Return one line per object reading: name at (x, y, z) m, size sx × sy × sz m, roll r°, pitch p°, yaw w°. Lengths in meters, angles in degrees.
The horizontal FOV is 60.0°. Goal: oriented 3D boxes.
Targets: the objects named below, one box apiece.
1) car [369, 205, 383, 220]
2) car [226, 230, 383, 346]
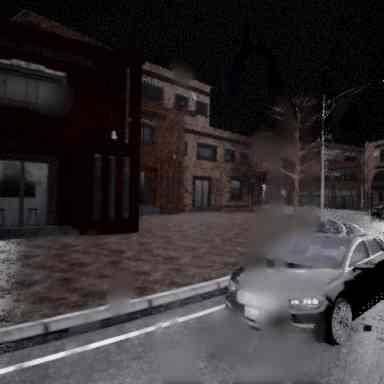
car at (18.657, 1.890, 31.801) m, size 1.994 × 1.385 × 4.181 m, roll 1°, pitch 0°, yaw 7°
car at (2.666, 1.564, 6.658) m, size 4.902 × 1.511 × 2.128 m, roll 1°, pitch -1°, yaw -45°
